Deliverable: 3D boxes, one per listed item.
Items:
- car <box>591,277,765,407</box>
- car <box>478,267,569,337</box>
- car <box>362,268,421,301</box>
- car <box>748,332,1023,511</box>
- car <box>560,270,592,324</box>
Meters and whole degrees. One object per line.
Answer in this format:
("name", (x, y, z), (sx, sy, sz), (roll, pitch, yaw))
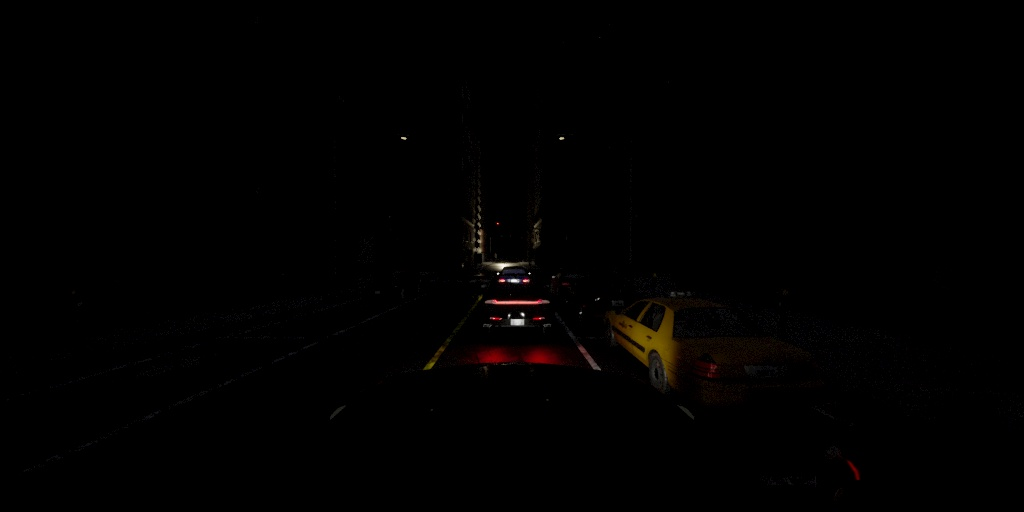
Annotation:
("car", (2.874, 1.274, 6.360), (1.751, 1.417, 4.829), (0, 0, 0))
("car", (0.104, 1.239, 10.301), (2.128, 1.511, 4.902), (0, 0, 0))
("car", (-5.668, 1.290, 17.361), (1.888, 1.381, 4.507), (0, 0, 0))
("car", (2.873, 1.301, 0.604), (2.007, 1.370, 4.403), (0, 0, 0))
("car", (2.876, 1.313, 11.776), (1.948, 1.339, 4.313), (0, 0, 0))
